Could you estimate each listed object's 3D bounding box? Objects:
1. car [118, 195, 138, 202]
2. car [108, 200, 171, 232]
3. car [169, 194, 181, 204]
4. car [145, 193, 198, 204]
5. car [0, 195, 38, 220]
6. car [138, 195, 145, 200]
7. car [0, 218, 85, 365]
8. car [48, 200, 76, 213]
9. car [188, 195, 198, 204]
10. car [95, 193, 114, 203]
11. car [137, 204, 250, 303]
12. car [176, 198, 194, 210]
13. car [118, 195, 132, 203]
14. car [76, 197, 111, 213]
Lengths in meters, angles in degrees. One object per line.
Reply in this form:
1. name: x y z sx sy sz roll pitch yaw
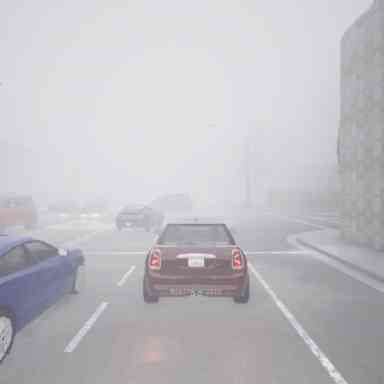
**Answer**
1. car: -10.559 1.542 53.861 2.033 1.411 5.357 0 0 0
2. car: -2.992 1.490 20.083 2.128 1.511 4.902 0 0 9
3. car: -3.360 1.346 65.469 2.097 1.767 4.553 0 0 0
4. car: -2.407 1.209 37.532 5.566 2.045 2.150 -2 -1 44
5. car: -10.588 1.219 18.374 2.150 2.045 5.566 0 0 0
6. car: -10.458 1.333 69.935 2.097 1.767 4.553 0 0 0
7. car: -3.396 1.477 5.711 1.882 1.535 5.008 0 0 0
8. car: -14.077 1.544 37.130 2.033 1.411 5.357 0 0 0
9. car: 0.138 1.472 65.683 1.882 1.535 5.008 0 0 0
10. car: -14.060 1.214 53.387 2.150 2.045 5.566 0 0 0
11. car: 0.088 1.351 8.392 2.097 1.767 4.553 0 0 0
12. car: -0.955 1.543 43.412 2.033 1.411 5.357 0 0 -5
13. car: -13.958 1.457 69.074 1.882 1.535 5.008 0 0 0
14. car: -10.579 1.560 35.981 1.994 1.385 4.181 0 0 0
